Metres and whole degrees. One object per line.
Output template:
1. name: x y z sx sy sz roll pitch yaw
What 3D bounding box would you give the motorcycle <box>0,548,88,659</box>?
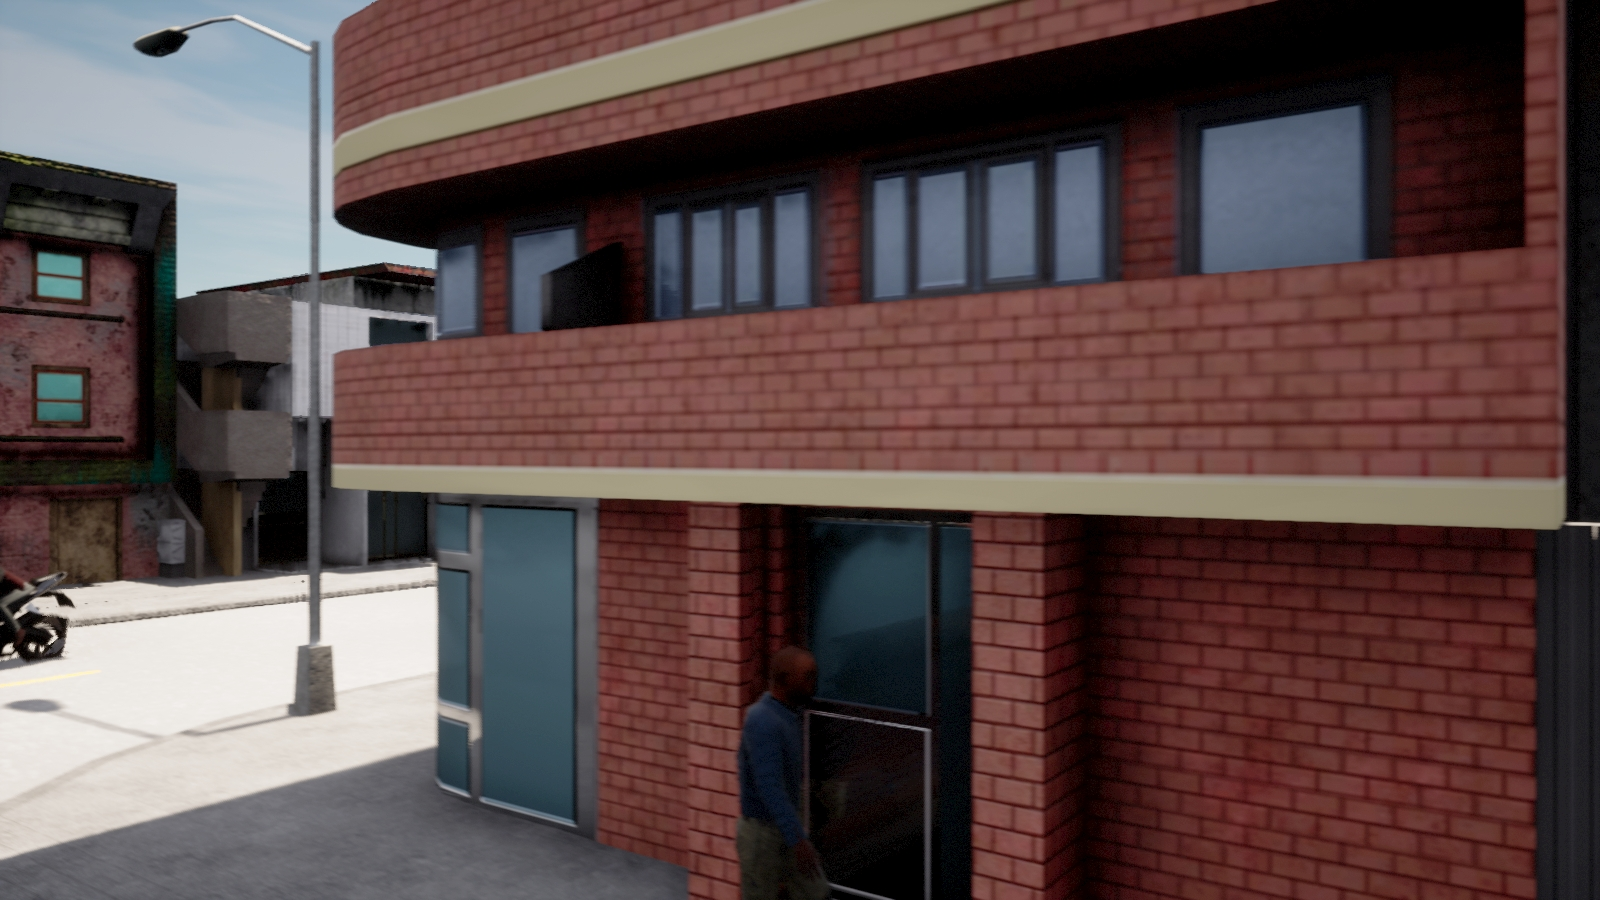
1. motorcycle: -10.422 1.986 14.517 0.867 1.251 2.209 1 0 25

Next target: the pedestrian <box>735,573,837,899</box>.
1. pedestrian: -0.058 1.524 5.294 0.375 1.860 0.375 0 0 17
